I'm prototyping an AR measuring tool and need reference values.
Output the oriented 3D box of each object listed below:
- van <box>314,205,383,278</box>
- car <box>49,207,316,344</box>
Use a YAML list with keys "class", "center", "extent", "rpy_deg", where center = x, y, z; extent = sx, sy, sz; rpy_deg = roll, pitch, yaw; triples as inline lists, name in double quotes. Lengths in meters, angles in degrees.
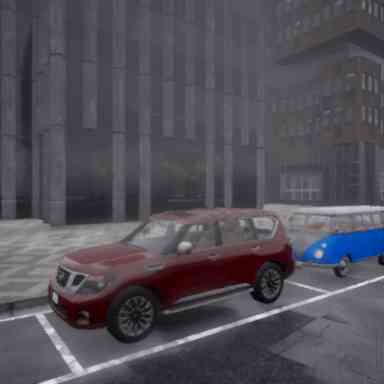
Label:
- class: "van"
  center: [4.437, 1.312, 9.812]
  extent: [3.998, 1.788, 1.690]
  rpy_deg: [0, 0, -35]
- class: "car"
  center: [-0.062, 1.303, 6.602]
  extent: [5.009, 1.841, 2.192]
  rpy_deg: [0, 0, -35]
